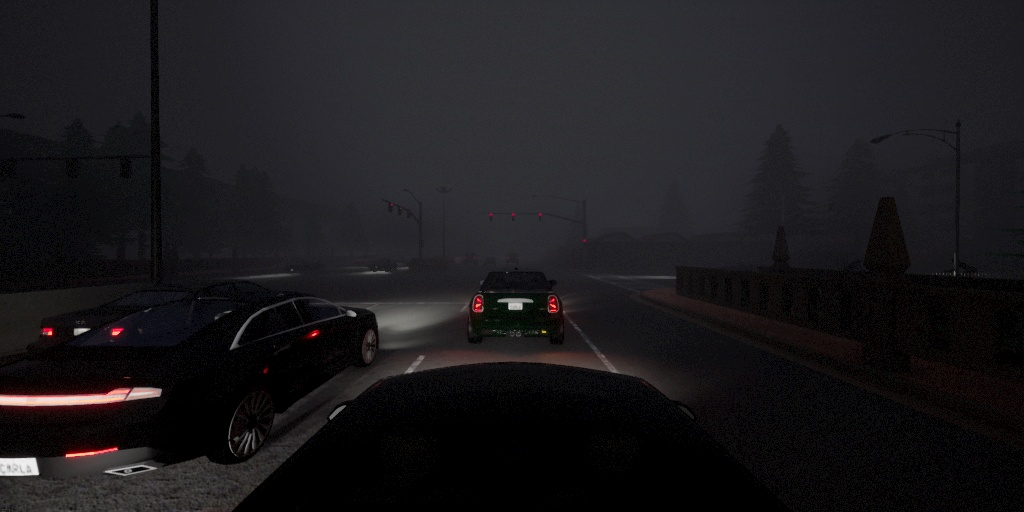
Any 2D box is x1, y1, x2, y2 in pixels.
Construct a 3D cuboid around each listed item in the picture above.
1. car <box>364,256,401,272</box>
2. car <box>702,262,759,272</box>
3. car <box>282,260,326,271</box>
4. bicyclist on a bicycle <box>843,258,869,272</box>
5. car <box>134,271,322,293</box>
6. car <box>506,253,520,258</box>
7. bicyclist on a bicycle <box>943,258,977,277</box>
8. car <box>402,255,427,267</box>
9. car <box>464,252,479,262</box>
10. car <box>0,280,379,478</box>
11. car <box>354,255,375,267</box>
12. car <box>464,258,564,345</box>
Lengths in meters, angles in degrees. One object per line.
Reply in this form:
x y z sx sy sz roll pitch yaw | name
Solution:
-14.099 0.976 39.231 1.994 1.385 4.181 0 0 0 | car
18.066 1.108 29.328 4.718 1.301 1.895 0 1 2 | car
-21.101 1.038 36.572 1.895 1.301 4.718 0 1 0 | car
17.868 0.911 18.630 0.582 1.620 1.656 0 1 -14 | bicyclist on a bicycle
-6.921 1.251 8.294 2.033 1.411 5.357 0 1 0 | car
0.098 0.425 60.854 2.150 2.045 5.566 0 1 0 | car
22.202 0.919 17.779 0.582 1.620 1.656 0 0 -35 | bicyclist on a bicycle
-14.095 0.885 52.396 1.895 1.301 4.718 0 1 0 | car
-6.914 0.424 60.878 2.150 2.045 5.566 0 1 0 | car
-3.437 1.224 4.908 2.128 1.511 4.902 0 1 0 | car
-21.093 0.641 51.931 2.097 1.767 4.553 0 1 0 | car
0.142 1.048 9.570 2.097 1.767 4.553 0 1 2 | car
